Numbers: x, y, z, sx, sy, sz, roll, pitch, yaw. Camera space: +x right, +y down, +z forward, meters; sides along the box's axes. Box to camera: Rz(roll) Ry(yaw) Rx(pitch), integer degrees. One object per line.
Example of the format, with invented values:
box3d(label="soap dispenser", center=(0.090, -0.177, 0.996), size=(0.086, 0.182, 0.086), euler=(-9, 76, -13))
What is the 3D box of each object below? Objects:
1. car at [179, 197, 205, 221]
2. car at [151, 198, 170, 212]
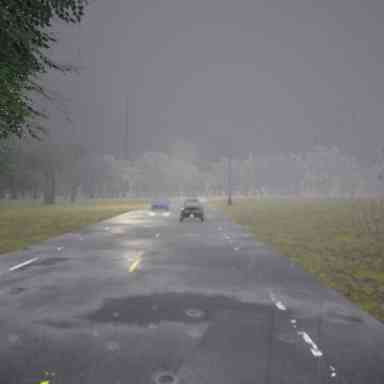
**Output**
box3d(label="car", center=(0.017, 1.488, 27.100), size=(1.837, 1.490, 4.892), euler=(0, 1, 0))
box3d(label="car", center=(-3.569, 1.391, 38.437), size=(1.882, 1.535, 5.008), euler=(0, 0, 0))
